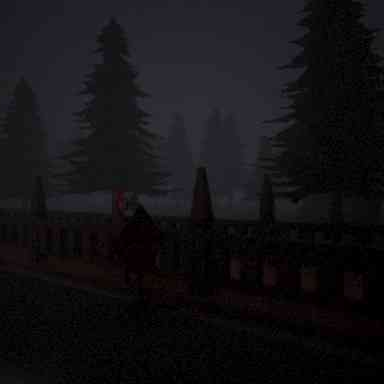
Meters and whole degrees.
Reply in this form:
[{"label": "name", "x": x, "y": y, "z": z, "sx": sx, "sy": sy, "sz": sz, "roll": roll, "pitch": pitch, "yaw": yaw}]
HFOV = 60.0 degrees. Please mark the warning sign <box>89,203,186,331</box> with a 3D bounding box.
[{"label": "warning sign", "x": -0.922, "y": 1.153, "z": 5.815, "sx": 1.060, "sy": 1.860, "sz": 1.300, "roll": -1, "pitch": 0, "yaw": 35}]
